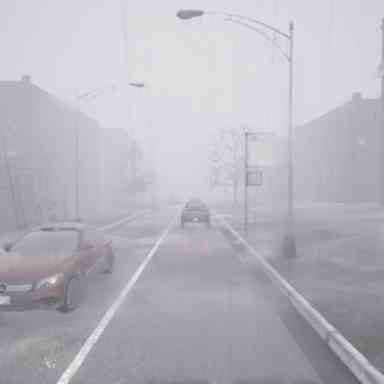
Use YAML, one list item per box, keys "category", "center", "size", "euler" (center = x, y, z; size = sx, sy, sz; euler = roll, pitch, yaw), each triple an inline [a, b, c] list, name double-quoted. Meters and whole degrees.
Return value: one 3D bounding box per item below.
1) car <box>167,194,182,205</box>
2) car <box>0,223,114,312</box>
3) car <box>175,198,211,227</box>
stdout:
- category: "car"
  center: [-2.686, 1.145, 51.919]
  size: [2.097, 1.767, 4.553]
  euler: [0, 0, 1]
- category: "car"
  center: [-3.106, 1.504, 7.773]
  size: [1.812, 1.442, 4.674]
  euler: [0, 0, 1]
- category: "car"
  center: [0.230, 1.408, 22.248]
  size: [2.128, 1.511, 4.902]
  euler: [0, 0, 0]
